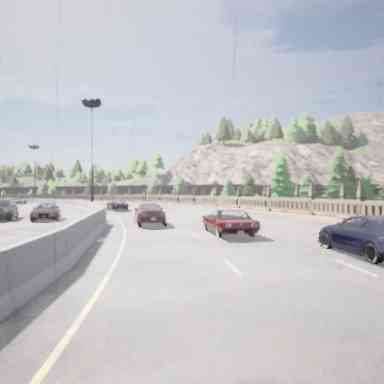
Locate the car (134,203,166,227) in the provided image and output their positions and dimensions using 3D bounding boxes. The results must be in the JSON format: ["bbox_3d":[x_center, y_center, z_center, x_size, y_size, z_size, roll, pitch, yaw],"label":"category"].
[{"bbox_3d":[-2.887,1.478,22.519,1.812,1.442,4.674,0,0,-13],"label":"car"}]

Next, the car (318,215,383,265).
[{"bbox_3d":[6.168,1.497,11.570,1.994,1.385,4.181,0,0,-7],"label":"car"}]

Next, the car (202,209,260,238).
[{"bbox_3d":[1.831,1.539,17.292,1.895,1.301,4.718,0,0,-10],"label":"car"}]

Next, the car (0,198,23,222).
[{"bbox_3d":[-15.048,1.382,26.135,2.097,1.767,4.553,0,0,-19],"label":"car"}]

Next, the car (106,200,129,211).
[{"bbox_3d":[-9.176,1.562,40.511,1.895,1.301,4.718,-1,0,-25],"label":"car"}]

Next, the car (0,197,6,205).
[{"bbox_3d":[-35.851,1.682,60.915,1.994,1.385,4.181,-1,0,-44],"label":"car"}]

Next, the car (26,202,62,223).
[{"bbox_3d":[-11.284,1.567,25.890,1.994,1.385,4.181,0,0,-18],"label":"car"}]

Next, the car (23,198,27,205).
[{"bbox_3d":[-32.454,1.721,62.438,1.895,1.301,4.718,-1,0,-41],"label":"car"}]
